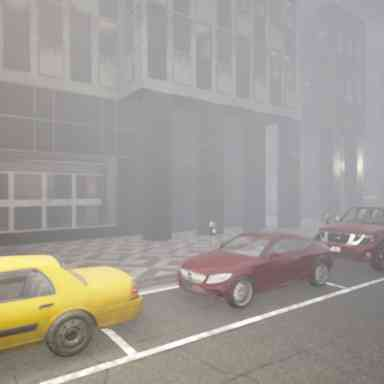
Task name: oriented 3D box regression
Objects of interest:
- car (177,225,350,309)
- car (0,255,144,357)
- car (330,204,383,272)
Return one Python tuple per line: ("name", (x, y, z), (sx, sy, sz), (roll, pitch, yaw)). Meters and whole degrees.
("car", (1.642, 1.590, 7.820), (4.206, 1.307, 1.802), (0, 0, -35))
("car", (-3.058, 1.525, 4.470), (4.829, 1.417, 1.752), (0, 0, -35))
("car", (6.205, 1.332, 11.072), (5.009, 1.841, 2.192), (0, 0, -35))
